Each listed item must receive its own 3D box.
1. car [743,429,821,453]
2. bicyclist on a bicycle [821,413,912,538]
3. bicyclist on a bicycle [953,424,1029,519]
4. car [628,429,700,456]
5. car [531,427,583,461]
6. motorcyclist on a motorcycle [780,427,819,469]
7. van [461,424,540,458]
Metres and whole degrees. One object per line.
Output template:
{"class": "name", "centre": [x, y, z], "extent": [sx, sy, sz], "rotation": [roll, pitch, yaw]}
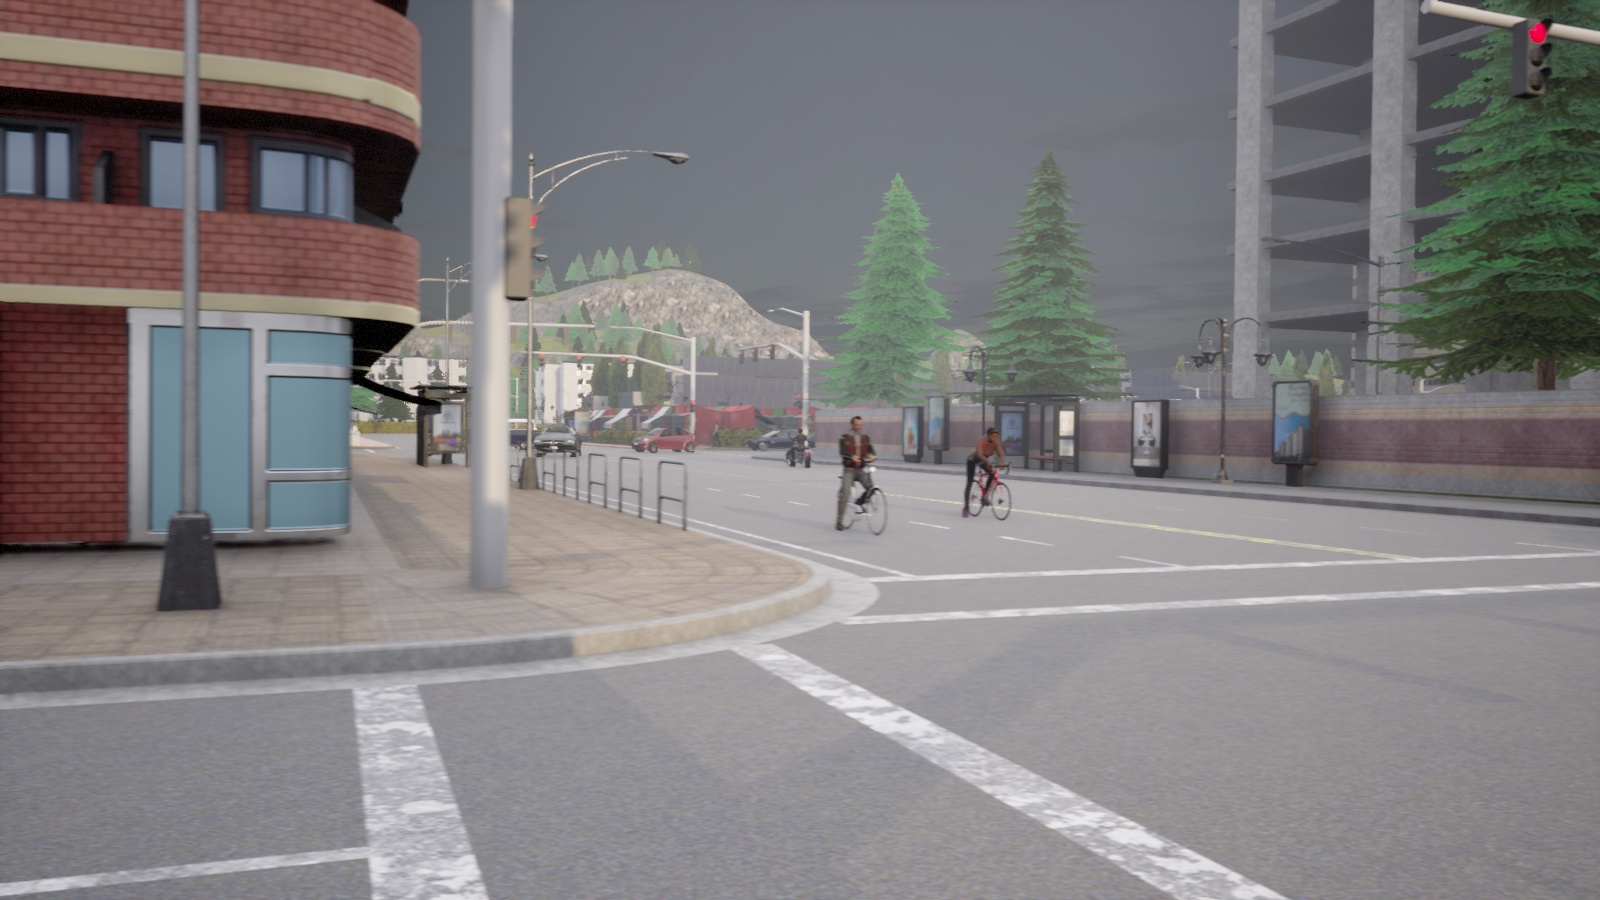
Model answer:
{"class": "car", "centre": [-1.240, -0.625, 84.895], "extent": [4.792, 1.488, 2.163], "rotation": [-1, 1, -21]}
{"class": "bicyclist on a bicycle", "centre": [0.973, 0.351, 18.878], "extent": [0.659, 1.776, 1.843], "rotation": [-1, 1, -21]}
{"class": "bicyclist on a bicycle", "centre": [3.382, 0.351, 22.353], "extent": [0.582, 1.620, 1.656], "rotation": [-1, 1, -21]}
{"class": "car", "centre": [-8.341, -0.479, 76.989], "extent": [3.988, 1.617, 1.851], "rotation": [-1, 1, -39]}
{"class": "car", "centre": [-12.312, -0.345, 63.983], "extent": [2.152, 1.651, 5.027], "rotation": [-1, 1, -6]}
{"class": "motorcyclist on a motorcycle", "centre": [-0.042, -0.075, 50.664], "extent": [0.766, 1.649, 2.350], "rotation": [-1, 1, -21]}
{"class": "van", "centre": [-18.617, -0.561, 78.039], "extent": [4.480, 2.038, 2.069], "rotation": [-1, 1, -21]}
